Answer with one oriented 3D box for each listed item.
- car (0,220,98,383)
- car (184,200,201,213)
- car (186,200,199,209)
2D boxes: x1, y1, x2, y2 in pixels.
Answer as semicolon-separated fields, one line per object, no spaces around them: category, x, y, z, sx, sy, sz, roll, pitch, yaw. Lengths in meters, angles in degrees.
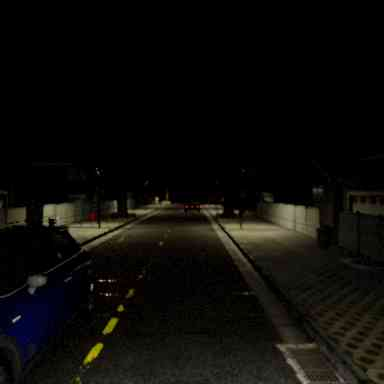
car;-2.844;1.361;4.438;2.097;1.767;4.553;0;0;0
car;0.041;1.719;39.660;2.033;1.411;5.357;0;0;0
car;0.053;1.862;50.299;1.895;1.301;4.718;0;0;0
